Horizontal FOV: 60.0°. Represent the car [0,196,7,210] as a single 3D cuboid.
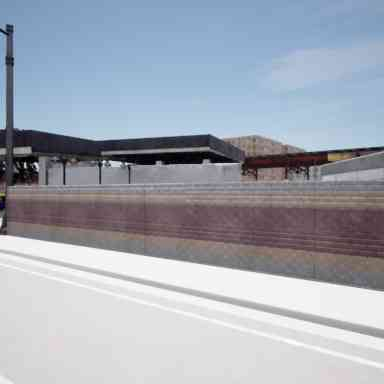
[{"bbox_3d":[-20.626,1.295,39.464,2.242,1.667,4.611,0,0,37],"label":"car"}]
